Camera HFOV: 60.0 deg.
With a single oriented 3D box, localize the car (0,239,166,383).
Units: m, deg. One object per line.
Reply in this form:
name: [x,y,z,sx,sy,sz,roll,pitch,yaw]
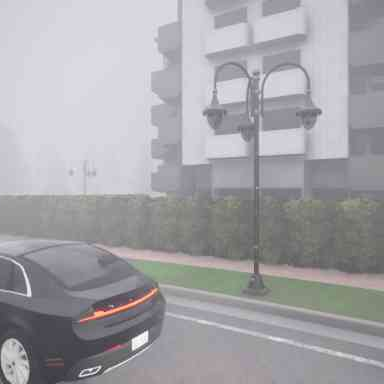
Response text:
car: [-2.698,1.505,5.158,4.892,1.490,1.837,0,0,31]
